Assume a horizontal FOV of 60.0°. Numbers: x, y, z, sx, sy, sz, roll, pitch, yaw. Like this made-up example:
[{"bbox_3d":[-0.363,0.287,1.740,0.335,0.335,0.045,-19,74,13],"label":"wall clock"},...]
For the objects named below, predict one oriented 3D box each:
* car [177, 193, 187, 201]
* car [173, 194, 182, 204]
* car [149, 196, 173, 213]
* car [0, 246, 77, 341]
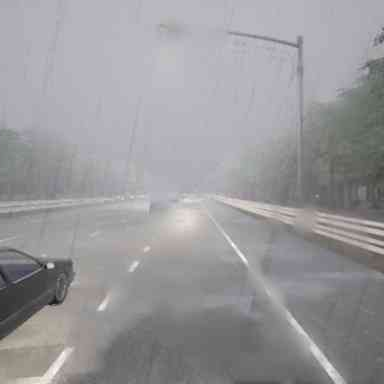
[{"bbox_3d":[-3.306,1.320,89.810,2.150,2.045,5.566,0,0,0],"label":"car"},{"bbox_3d":[-3.416,1.579,65.679,1.837,1.490,4.892,0,0,0],"label":"car"},{"bbox_3d":[-3.493,1.499,36.532,1.882,1.535,5.008,0,0,0],"label":"car"},{"bbox_3d":[-3.502,1.549,5.022,2.033,1.411,5.357,0,0,0],"label":"car"}]
